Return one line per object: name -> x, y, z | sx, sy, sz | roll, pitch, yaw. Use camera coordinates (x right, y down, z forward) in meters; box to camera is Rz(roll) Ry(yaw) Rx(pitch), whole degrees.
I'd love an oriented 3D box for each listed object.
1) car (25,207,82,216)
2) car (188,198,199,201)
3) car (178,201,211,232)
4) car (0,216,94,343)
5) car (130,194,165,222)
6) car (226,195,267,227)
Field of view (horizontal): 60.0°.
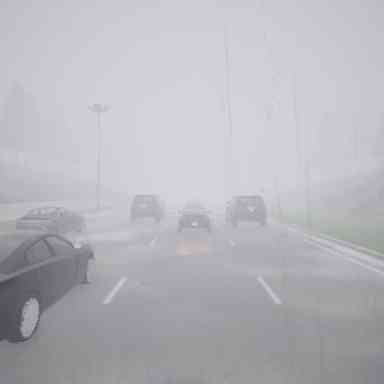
car -> -6.881, 1.473, 16.696 | 2.128, 1.511, 4.902 | 0, 0, 0
car -> 0.173, 1.491, 41.730 | 1.812, 1.442, 4.674 | 0, 0, 0
car -> 0.120, 1.509, 19.833 | 1.812, 1.442, 4.674 | 0, 0, 0
car -> -3.380, 1.470, 6.442 | 1.882, 1.535, 5.008 | 0, 0, 0
car -> -3.371, 1.198, 26.004 | 2.150, 2.045, 5.566 | 0, 0, 0
car -> 3.626, 1.204, 22.946 | 2.150, 2.045, 5.566 | 0, 0, 0
